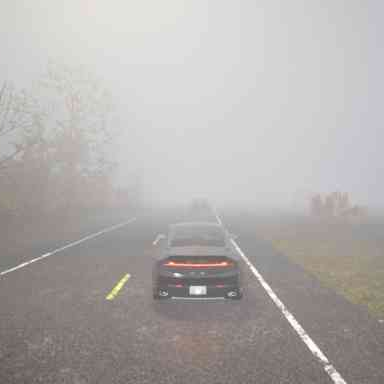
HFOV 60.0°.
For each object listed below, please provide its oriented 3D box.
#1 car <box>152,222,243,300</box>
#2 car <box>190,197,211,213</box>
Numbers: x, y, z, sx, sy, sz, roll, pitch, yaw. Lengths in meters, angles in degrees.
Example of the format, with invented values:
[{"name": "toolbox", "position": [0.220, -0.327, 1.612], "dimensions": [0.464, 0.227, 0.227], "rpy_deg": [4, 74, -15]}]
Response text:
[{"name": "car", "position": [0.137, 1.508, 8.369], "dimensions": [1.837, 1.490, 4.892], "rpy_deg": [0, 0, 1]}, {"name": "car", "position": [0.985, 1.381, 37.446], "dimensions": [2.097, 1.767, 4.553], "rpy_deg": [0, 0, 4]}]
